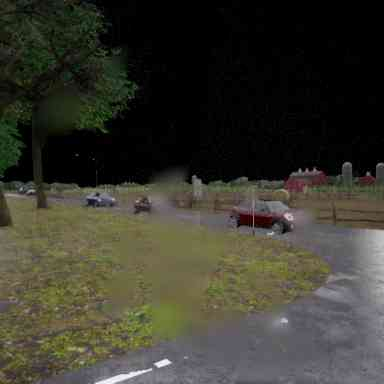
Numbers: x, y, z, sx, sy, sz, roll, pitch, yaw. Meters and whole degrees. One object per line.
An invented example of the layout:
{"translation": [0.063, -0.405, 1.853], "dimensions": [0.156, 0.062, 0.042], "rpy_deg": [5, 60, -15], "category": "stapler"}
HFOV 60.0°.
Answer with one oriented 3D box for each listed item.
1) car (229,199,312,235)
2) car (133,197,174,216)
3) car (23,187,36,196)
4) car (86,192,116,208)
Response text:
{"translation": [4.146, 1.168, 18.017], "dimensions": [2.097, 1.767, 4.553], "rpy_deg": [-1, 2, -39], "category": "car"}
{"translation": [-3.344, 1.138, 28.026], "dimensions": [1.812, 1.442, 4.674], "rpy_deg": [-1, 2, -36], "category": "car"}
{"translation": [-40.873, 0.230, 84.805], "dimensions": [1.882, 1.535, 5.008], "rpy_deg": [-1, 1, -36], "category": "car"}
{"translation": [-10.390, 0.787, 37.763], "dimensions": [2.097, 1.767, 4.553], "rpy_deg": [-1, 1, -36], "category": "car"}
